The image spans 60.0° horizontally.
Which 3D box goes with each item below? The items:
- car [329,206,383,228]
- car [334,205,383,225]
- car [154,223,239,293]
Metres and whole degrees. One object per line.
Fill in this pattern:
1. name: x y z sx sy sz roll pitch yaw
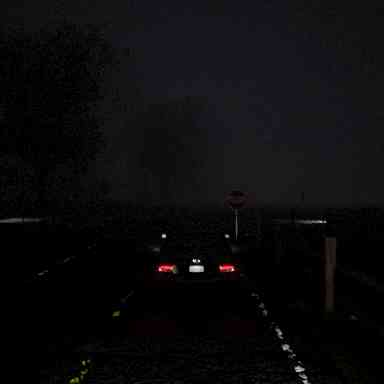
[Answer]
1. car: 11.969 1.766 23.531 4.181 1.385 1.994 1 0 2
2. car: 13.761 1.784 26.414 4.181 1.385 1.994 1 0 2
3. car: 0.096 1.547 9.004 2.033 1.411 5.357 0 0 0
